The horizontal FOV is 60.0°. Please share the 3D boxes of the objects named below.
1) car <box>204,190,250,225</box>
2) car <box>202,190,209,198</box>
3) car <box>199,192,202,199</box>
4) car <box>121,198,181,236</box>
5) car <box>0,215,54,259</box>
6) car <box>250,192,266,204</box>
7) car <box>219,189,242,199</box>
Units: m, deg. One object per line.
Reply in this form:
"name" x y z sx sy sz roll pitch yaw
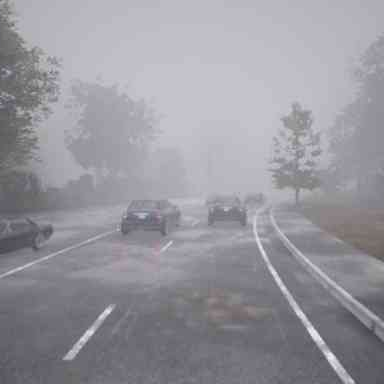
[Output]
"car" 2.279 0.945 20.341 2.097 1.767 4.553 0 1 11
"car" 2.874 0.769 36.271 1.994 1.385 4.181 -1 1 19
"car" 2.804 0.357 54.722 2.128 1.511 4.902 -1 1 27
"car" -1.899 1.065 16.744 2.097 1.767 4.553 0 1 8
"car" -6.434 1.471 10.635 1.895 1.301 4.718 0 1 5
"car" 7.491 0.666 38.937 1.895 1.301 4.718 -1 1 21
"car" 6.332 0.342 53.979 2.033 1.411 5.357 -1 1 27
